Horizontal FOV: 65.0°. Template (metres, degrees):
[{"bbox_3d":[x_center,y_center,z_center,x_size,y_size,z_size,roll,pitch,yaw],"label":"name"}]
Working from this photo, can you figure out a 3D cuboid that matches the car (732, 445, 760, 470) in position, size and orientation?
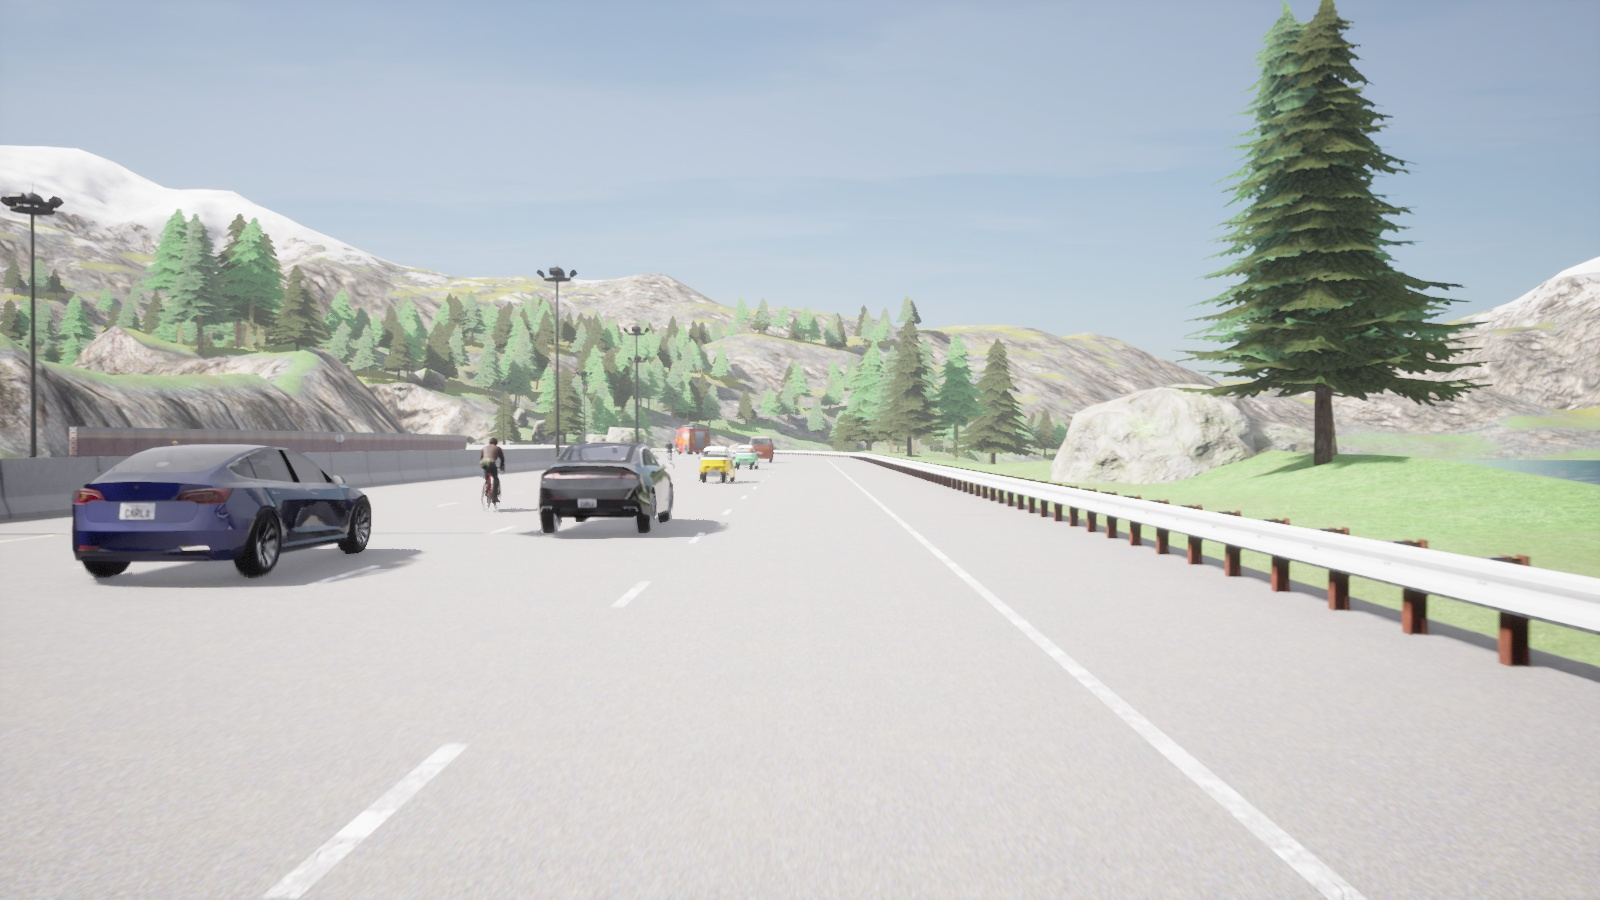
[{"bbox_3d":[-3.073,0.396,71.429,1.481,1.376,2.207,0,1,0],"label":"car"}]

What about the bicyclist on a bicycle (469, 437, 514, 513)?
[{"bbox_3d":[-6.824,0.537,27.863,0.582,1.620,1.656,0,0,0],"label":"bicyclist on a bicycle"}]

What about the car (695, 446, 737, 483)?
[{"bbox_3d":[-3.207,0.527,48.167,1.481,1.376,2.207,0,1,0],"label":"car"}]

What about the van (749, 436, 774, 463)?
[{"bbox_3d":[-2.930,-0.046,96.321,1.775,1.987,4.442,0,0,0],"label":"van"}]

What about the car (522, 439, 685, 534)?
[{"bbox_3d":[-3.356,0.573,22.461,2.128,1.511,4.902,0,0,0],"label":"car"}]

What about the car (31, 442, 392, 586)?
[{"bbox_3d":[-6.896,0.653,15.442,2.163,1.488,4.792,0,0,0],"label":"car"}]
